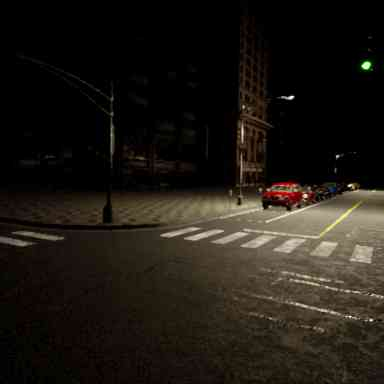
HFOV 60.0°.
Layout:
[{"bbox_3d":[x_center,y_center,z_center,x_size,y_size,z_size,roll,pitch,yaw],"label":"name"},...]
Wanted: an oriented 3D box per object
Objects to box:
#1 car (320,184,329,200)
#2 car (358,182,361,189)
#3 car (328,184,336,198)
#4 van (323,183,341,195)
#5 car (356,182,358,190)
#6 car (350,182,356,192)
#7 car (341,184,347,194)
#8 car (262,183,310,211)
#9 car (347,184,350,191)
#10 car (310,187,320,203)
[{"bbox_3d":[12.407,0.209,34.039,1.947,1.339,4.313,3,3,30],"label":"car"},{"bbox_3d":[35.166,-1.106,72.982,1.947,1.339,4.313,3,3,30],"label":"car"},{"bbox_3d":[15.251,0.058,38.906,1.802,1.307,4.206,3,3,30],"label":"car"},{"bbox_3d":[18.101,-0.348,43.763,1.690,1.788,3.998,3,3,30],"label":"van"},{"bbox_3d":[32.236,-0.979,67.965,1.752,1.417,4.829,3,3,30],"label":"car"},{"bbox_3d":[29.476,-0.781,63.246,1.947,1.339,4.313,3,3,30],"label":"car"},{"bbox_3d":[20.944,-0.414,48.636,1.967,1.590,4.097,3,3,30],"label":"car"},{"bbox_3d":[6.722,0.292,24.290,2.192,1.841,5.009,3,3,30],"label":"car"},{"bbox_3d":[23.701,-0.489,53.361,1.752,1.417,4.829,3,3,30],"label":"car"},{"bbox_3d":[9.565,0.250,29.165,1.967,1.590,4.097,3,3,30],"label":"car"}]
